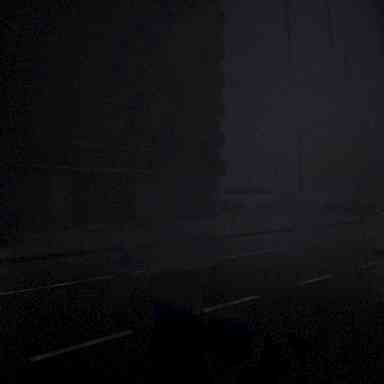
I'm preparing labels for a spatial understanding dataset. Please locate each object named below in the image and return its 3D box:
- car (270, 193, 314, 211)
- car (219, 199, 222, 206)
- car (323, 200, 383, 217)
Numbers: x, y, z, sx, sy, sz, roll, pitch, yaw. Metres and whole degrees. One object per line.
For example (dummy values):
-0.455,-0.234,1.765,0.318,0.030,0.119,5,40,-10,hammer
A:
12.199,1.169,41.170,2.150,2.045,5.566,0,0,-38,car
2.830,1.297,47.196,2.097,1.767,4.553,0,0,-42,car
15.213,1.492,31.484,2.033,1.411,5.357,0,0,-37,car
